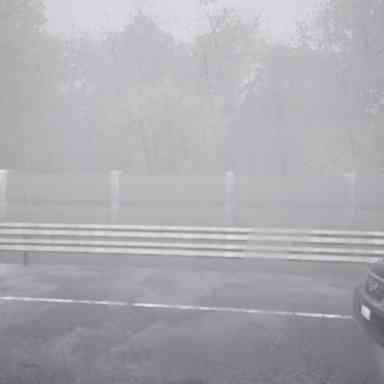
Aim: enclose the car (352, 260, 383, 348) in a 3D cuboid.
[{"bbox_3d":[5.158,1.369,4.222,5.566,2.045,2.150,1,-1,9],"label":"car"}]
